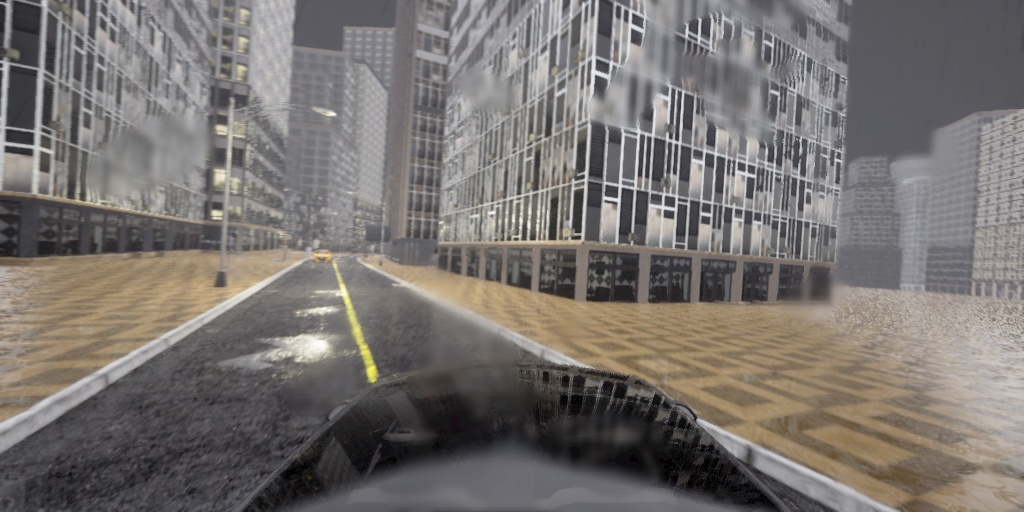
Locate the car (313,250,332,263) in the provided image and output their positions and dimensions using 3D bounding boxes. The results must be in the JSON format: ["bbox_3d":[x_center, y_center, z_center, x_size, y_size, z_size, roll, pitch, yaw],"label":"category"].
[{"bbox_3d":[-22.759,-0.006,43.059,1.882,1.535,5.008,3,0,-27],"label":"car"}]
